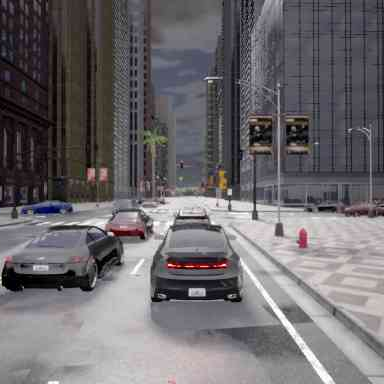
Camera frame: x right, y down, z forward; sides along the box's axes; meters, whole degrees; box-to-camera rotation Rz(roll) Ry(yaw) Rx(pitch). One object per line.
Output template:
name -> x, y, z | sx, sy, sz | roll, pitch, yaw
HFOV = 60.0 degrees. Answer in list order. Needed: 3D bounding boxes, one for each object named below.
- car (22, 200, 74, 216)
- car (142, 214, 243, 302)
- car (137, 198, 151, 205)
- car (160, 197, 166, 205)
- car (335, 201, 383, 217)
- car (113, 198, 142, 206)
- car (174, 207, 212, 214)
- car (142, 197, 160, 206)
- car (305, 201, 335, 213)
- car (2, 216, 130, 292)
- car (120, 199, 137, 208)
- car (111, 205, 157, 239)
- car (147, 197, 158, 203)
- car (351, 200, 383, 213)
car -> -14.982, 1.648, 34.710 | 5.008, 1.535, 1.882 | 0, 1, -22
car -> 0.090, 1.515, 8.251 | 1.837, 1.490, 4.892 | 0, 0, 0
car -> -9.847, 1.915, 68.636 | 2.033, 1.411, 5.357 | 0, 0, 0
car -> -6.598, 1.853, 69.328 | 1.882, 1.535, 5.008 | 0, 0, 0
car -> 15.275, 1.577, 29.294 | 4.206, 1.307, 1.802 | 0, 0, -1
car -> -6.647, 1.468, 33.283 | 2.097, 1.767, 4.553 | 0, 0, 0
car -> 0.025, 1.530, 17.572 | 2.128, 1.511, 4.902 | 0, 0, 0
car -> -6.666, 1.849, 52.483 | 1.895, 1.301, 4.718 | 0, 0, 0
car -> 15.133, 1.663, 37.817 | 4.313, 1.339, 1.947 | 0, 0, -1
car -> -3.168, 1.576, 9.026 | 1.994, 1.385, 4.181 | 0, 0, 1
car -> -9.915, 1.810, 52.267 | 1.994, 1.385, 4.181 | 0, 0, 0
car -> -3.173, 1.602, 17.425 | 1.994, 1.385, 4.181 | 0, 0, 0
car -> -9.866, 2.000, 82.974 | 2.128, 1.511, 4.902 | 0, 0, 0
car -> 20.772, 1.644, 37.913 | 4.313, 1.339, 1.947 | 0, 0, -1
